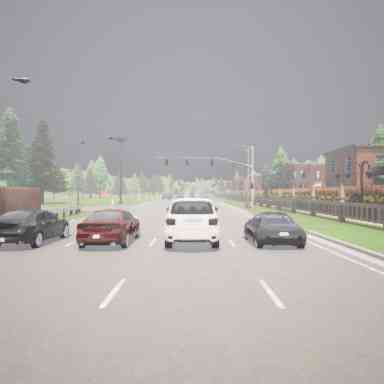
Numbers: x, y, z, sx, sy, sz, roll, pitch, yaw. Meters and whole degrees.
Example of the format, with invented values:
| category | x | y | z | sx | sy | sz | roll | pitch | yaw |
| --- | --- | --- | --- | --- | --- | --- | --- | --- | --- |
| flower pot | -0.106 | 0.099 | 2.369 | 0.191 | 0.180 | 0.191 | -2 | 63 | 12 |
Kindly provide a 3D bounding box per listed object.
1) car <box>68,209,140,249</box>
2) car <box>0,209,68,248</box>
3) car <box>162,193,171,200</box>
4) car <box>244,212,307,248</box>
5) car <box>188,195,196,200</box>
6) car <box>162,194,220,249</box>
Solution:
| category | x | y | z | sx | sy | sz | roll | pitch | yaw |
| --- | --- | --- | --- | --- | --- | --- | --- | --- | --- |
| car | -3.500 | 1.482 | 14.650 | 1.882 | 1.535 | 5.008 | 0 | 0 | 0 |
| car | -7.000 | 1.513 | 14.650 | 1.837 | 1.490 | 4.892 | 0 | 0 | 0 |
| car | -7.000 | 1.255 | 91.458 | 2.097 | 1.767 | 4.553 | 0 | 0 | 0 |
| car | 3.500 | 1.570 | 14.650 | 1.994 | 1.385 | 4.181 | 0 | 0 | 0 |
| car | 0.000 | 1.423 | 91.072 | 2.033 | 1.411 | 5.357 | 0 | 0 | 0 |
| car | 0.000 | 1.255 | 14.680 | 2.150 | 2.045 | 5.566 | 0 | 0 | 0 |
